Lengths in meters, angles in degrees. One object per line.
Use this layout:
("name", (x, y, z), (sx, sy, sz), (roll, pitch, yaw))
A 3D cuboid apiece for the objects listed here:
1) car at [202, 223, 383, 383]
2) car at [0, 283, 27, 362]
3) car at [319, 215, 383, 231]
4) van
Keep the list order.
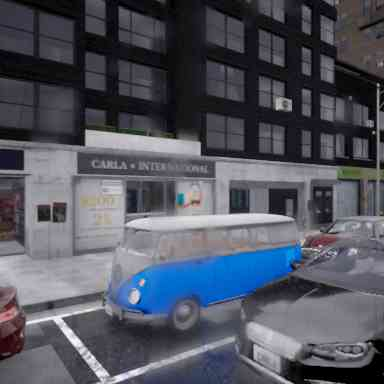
("car", (2.780, 1.495, 4.945), (4.902, 1.511, 2.128), (0, 0, -36))
("car", (-4.004, 1.581, 3.325), (4.206, 1.307, 1.802), (0, 0, -36))
("car", (4.792, 1.447, 9.635), (4.097, 1.590, 1.967), (0, 0, -36))
("van", (0.394, 1.344, 6.480), (3.998, 1.788, 1.690), (0, 0, -36))
